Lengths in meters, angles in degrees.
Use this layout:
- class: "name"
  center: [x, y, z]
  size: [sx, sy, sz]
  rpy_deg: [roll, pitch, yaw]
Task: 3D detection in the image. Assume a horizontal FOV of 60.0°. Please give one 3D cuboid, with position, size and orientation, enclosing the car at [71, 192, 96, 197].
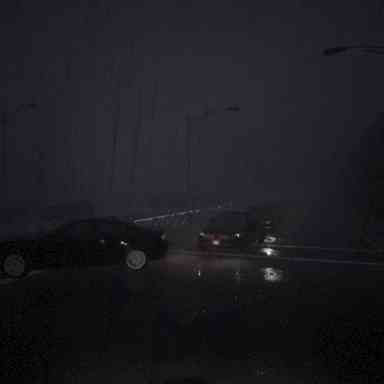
- class: "car"
  center: [-18.464, 1.249, 53.736]
  size: [4.514, 1.523, 2.007]
  rpy_deg: [0, 0, 18]

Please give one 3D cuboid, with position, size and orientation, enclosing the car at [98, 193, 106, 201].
- class: "car"
  center: [-20.214, 1.014, 70.941]
  size: [3.866, 1.878, 1.905]
  rpy_deg: [0, 0, 18]

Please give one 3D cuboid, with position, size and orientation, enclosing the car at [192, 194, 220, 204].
- class: "car"
  center: [1.660, 1.125, 56.782]
  size: [5.027, 1.636, 2.152]
  rpy_deg: [0, 0, 18]

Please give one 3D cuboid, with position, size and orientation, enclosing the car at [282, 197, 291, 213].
- class: "car"
  center: [7.747, 1.486, 30.515]
  size: [1.837, 1.490, 4.892]
  rpy_deg: [0, 0, 19]

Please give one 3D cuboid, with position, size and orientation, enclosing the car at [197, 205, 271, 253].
- class: "car"
  center: [1.813, 1.514, 13.896]
  size: [1.812, 1.442, 4.674]
  rpy_deg: [0, 0, 24]

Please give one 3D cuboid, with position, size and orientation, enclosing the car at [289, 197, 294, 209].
- class: "car"
  center: [9.786, 1.543, 36.553]
  size: [1.994, 1.385, 4.181]
  rpy_deg: [0, 0, 19]

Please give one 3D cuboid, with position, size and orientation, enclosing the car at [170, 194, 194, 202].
- class: "car"
  center: [-2.104, 1.257, 68.690]
  size: [4.514, 1.523, 2.007]
  rpy_deg: [0, 0, 18]

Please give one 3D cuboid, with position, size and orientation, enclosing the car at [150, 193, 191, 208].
- class: "car"
  center: [-2.967, 1.074, 41.774]
  size: [4.605, 1.855, 1.932]
  rpy_deg: [0, 0, 18]

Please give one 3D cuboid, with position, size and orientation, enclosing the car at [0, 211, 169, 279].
- class: "car"
  center: [-3.212, 1.475, 9.877]
  size: [5.008, 1.535, 1.882]
  rpy_deg: [0, 0, -16]

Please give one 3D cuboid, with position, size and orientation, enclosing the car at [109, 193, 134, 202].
- class: "car"
  center: [-13.809, 1.045, 65.312]
  size: [4.605, 1.855, 1.932]
  rpy_deg: [0, 0, 18]

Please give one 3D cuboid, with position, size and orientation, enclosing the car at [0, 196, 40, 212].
- class: "car"
  center: [-15.115, 1.356, 29.404]
  size: [3.806, 1.475, 1.970]
  rpy_deg: [0, 0, 18]

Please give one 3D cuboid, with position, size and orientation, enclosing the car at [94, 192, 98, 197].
- class: "car"
  center: [-21.856, 1.298, 67.986]
  size: [3.806, 1.475, 1.970]
  rpy_deg: [0, 0, 18]

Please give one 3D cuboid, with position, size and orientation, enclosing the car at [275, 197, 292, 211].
- class: "car"
  center: [11.658, 1.483, 42.110]
  size: [1.837, 1.490, 4.892]
  rpy_deg: [0, 0, 19]

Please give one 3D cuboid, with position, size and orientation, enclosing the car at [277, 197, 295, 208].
- class: "car"
  center: [13.539, 1.468, 47.686]
  size: [2.128, 1.511, 4.902]
  rpy_deg: [0, 0, 19]

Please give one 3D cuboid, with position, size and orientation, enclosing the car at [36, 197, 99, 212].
- class: "car"
  center: [-9.036, 1.356, 24.209]
  size: [3.633, 1.501, 1.845]
  rpy_deg: [0, 0, 18]

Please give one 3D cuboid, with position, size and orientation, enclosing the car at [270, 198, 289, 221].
- class: "car"
  center: [5.870, 1.474, 24.951]
  size: [2.128, 1.511, 4.902]
  rpy_deg: [0, 0, 19]

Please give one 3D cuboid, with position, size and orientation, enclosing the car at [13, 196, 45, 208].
- class: "car"
  center: [-21.698, 1.273, 44.281]
  size: [3.633, 1.501, 1.845]
  rpy_deg: [0, 0, 18]

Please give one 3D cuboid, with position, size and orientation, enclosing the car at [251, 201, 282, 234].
- class: "car"
  center: [3.960, 1.490, 19.305]
  size: [1.837, 1.490, 4.892]
  rpy_deg: [0, 0, 19]
